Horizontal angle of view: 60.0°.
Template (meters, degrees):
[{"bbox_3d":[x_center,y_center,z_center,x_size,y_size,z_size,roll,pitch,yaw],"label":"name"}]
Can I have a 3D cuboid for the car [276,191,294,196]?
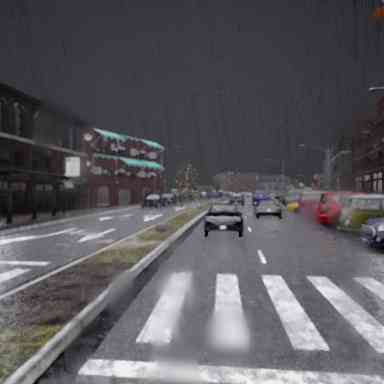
[{"bbox_3d":[12.893,0.967,39.437,4.892,1.521,2.231,0,1,12],"label":"car"}]

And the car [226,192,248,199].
[{"bbox_3d":[5.891,0.934,43.265,1.837,1.490,4.892,0,1,12],"label":"car"}]

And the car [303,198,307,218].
[{"bbox_3d":[9.774,1.301,20.718,4.792,1.488,2.163,0,1,8],"label":"car"}]

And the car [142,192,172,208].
[{"bbox_3d":[-4.243,1.010,38.232,2.097,1.535,5.008,0,1,11],"label":"car"}]

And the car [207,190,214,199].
[{"bbox_3d":[2.306,0.693,65.137,2.002,1.452,4.674,0,0,17],"label":"car"}]

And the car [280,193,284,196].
[{"bbox_3d":[11.844,1.093,34.079,4.792,1.488,2.163,0,1,11],"label":"car"}]

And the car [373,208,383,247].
[{"bbox_3d":[8.499,1.402,9.808,4.892,1.521,2.231,0,1,7],"label":"car"}]

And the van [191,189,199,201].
[{"bbox_3d":[-0.683,0.520,54.327,1.878,1.987,4.442,0,1,15],"label":"van"}]

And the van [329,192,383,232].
[{"bbox_3d":[9.038,1.113,15.291,4.442,1.987,1.878,0,1,7],"label":"van"}]

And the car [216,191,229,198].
[{"bbox_3d":[7.504,0.558,80.959,2.185,1.767,4.553,0,-1,20],"label":"car"}]

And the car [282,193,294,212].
[{"bbox_3d":[10.773,1.149,28.721,5.366,1.575,1.946,0,1,9],"label":"car"}]

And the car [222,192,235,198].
[{"bbox_3d":[9.482,0.741,86.234,2.231,1.521,4.892,0,-1,22],"label":"car"}]

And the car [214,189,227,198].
[{"bbox_3d":[5.631,0.399,75.671,2.435,2.045,5.566,0,0,19],"label":"car"}]

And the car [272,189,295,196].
[{"bbox_3d":[15.296,0.522,50.221,5.566,2.045,2.435,0,1,14],"label":"car"}]

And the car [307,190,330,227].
[{"bbox_3d":[9.499,1.056,18.000,5.566,2.045,2.435,0,1,7],"label":"car"}]

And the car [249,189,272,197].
[{"bbox_3d":[8.982,0.638,43.373,2.150,2.045,5.566,0,1,12],"label":"car"}]

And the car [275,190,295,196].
[{"bbox_3d":[14.035,0.890,44.907,4.792,1.488,2.163,0,1,13],"label":"car"}]

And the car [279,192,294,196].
[{"bbox_3d":[12.401,1.046,36.750,4.792,1.488,2.163,0,1,11],"label":"car"}]

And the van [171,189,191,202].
[{"bbox_3d":[-1.983,0.600,48.943,1.878,1.987,4.442,0,1,14],"label":"van"}]

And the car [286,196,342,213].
[{"bbox_3d":[11.403,1.150,31.384,4.674,1.452,2.002,0,1,10],"label":"car"}]

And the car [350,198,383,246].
[{"bbox_3d":[8.860,1.246,12.537,4.553,1.767,2.185,0,1,7],"label":"car"}]

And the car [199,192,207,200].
[{"bbox_3d":[0.789,0.727,59.806,2.002,1.452,4.674,0,0,16],"label":"car"}]

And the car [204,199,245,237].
[{"bbox_3d":[1.655,1.319,17.096,2.128,1.511,4.902,0,1,7],"label":"car"}]

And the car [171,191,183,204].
[{"bbox_3d":[-3.169,0.948,43.618,2.163,1.488,4.792,0,1,13],"label":"car"}]

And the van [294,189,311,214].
[{"bbox_3d":[10.655,0.970,25.971,4.442,1.987,1.878,0,1,9],"label":"van"}]

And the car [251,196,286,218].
[{"bbox_3d":[5.930,1.272,26.420,1.994,1.385,4.181,0,1,8],"label":"car"}]

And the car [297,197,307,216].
[{"bbox_3d":[10.148,1.275,23.306,4.674,1.452,2.002,0,1,8],"label":"car"}]

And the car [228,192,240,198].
[{"bbox_3d":[11.499,0.852,91.266,2.002,1.452,4.674,0,-1,23],"label":"car"}]
